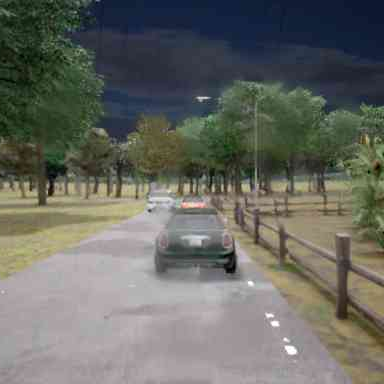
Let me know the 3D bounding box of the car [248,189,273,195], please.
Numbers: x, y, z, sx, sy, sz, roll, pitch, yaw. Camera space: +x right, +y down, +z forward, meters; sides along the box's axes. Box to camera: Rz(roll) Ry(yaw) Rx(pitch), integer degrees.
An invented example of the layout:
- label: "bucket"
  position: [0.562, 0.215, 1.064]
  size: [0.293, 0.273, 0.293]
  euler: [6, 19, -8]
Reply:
- label: "car"
  position: [12.687, 0.049, 61.511]
  size: [4.553, 1.767, 2.097]
  euler: [-2, 1, 0]

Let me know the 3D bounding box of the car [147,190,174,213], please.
- label: "car"
  position: [-2.841, 0.852, 31.426]
  size: [2.150, 2.045, 5.566]
  euler: [0, 1, 0]

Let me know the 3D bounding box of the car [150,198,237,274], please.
- label: "car"
  position: [0.092, 1.238, 10.300]
  size: [2.097, 1.767, 4.553]
  euler: [0, 1, 0]

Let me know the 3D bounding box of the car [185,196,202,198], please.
- label: "car"
  position: [0.094, 1.056, 25.564]
  size: [2.097, 1.767, 4.553]
  euler: [0, 1, 0]
